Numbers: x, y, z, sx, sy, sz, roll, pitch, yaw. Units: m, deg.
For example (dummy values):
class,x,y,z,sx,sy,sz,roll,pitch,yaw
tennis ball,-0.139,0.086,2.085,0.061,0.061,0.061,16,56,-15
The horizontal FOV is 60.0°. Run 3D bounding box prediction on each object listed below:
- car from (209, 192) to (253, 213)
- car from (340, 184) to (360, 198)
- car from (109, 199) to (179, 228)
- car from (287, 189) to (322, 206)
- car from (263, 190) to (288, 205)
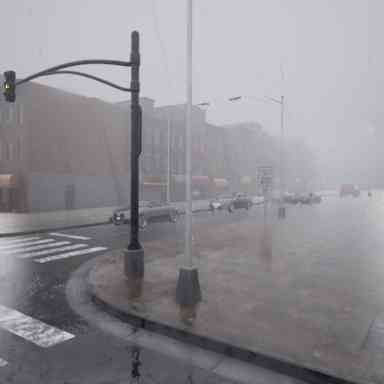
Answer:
class,x,y,z,sx,sy,sz,roll,pitch,yaw
car,3.221,0.793,26.916,2.128,1.511,4.902,0,2,35
car,24.674,-0.233,51.883,2.150,2.045,5.566,0,0,35
car,-2.614,1.127,18.737,1.994,1.385,4.181,0,2,36
car,11.606,0.665,33.594,1.895,1.301,4.718,0,2,36
car,9.190,0.571,35.274,1.812,1.442,4.674,0,2,36
